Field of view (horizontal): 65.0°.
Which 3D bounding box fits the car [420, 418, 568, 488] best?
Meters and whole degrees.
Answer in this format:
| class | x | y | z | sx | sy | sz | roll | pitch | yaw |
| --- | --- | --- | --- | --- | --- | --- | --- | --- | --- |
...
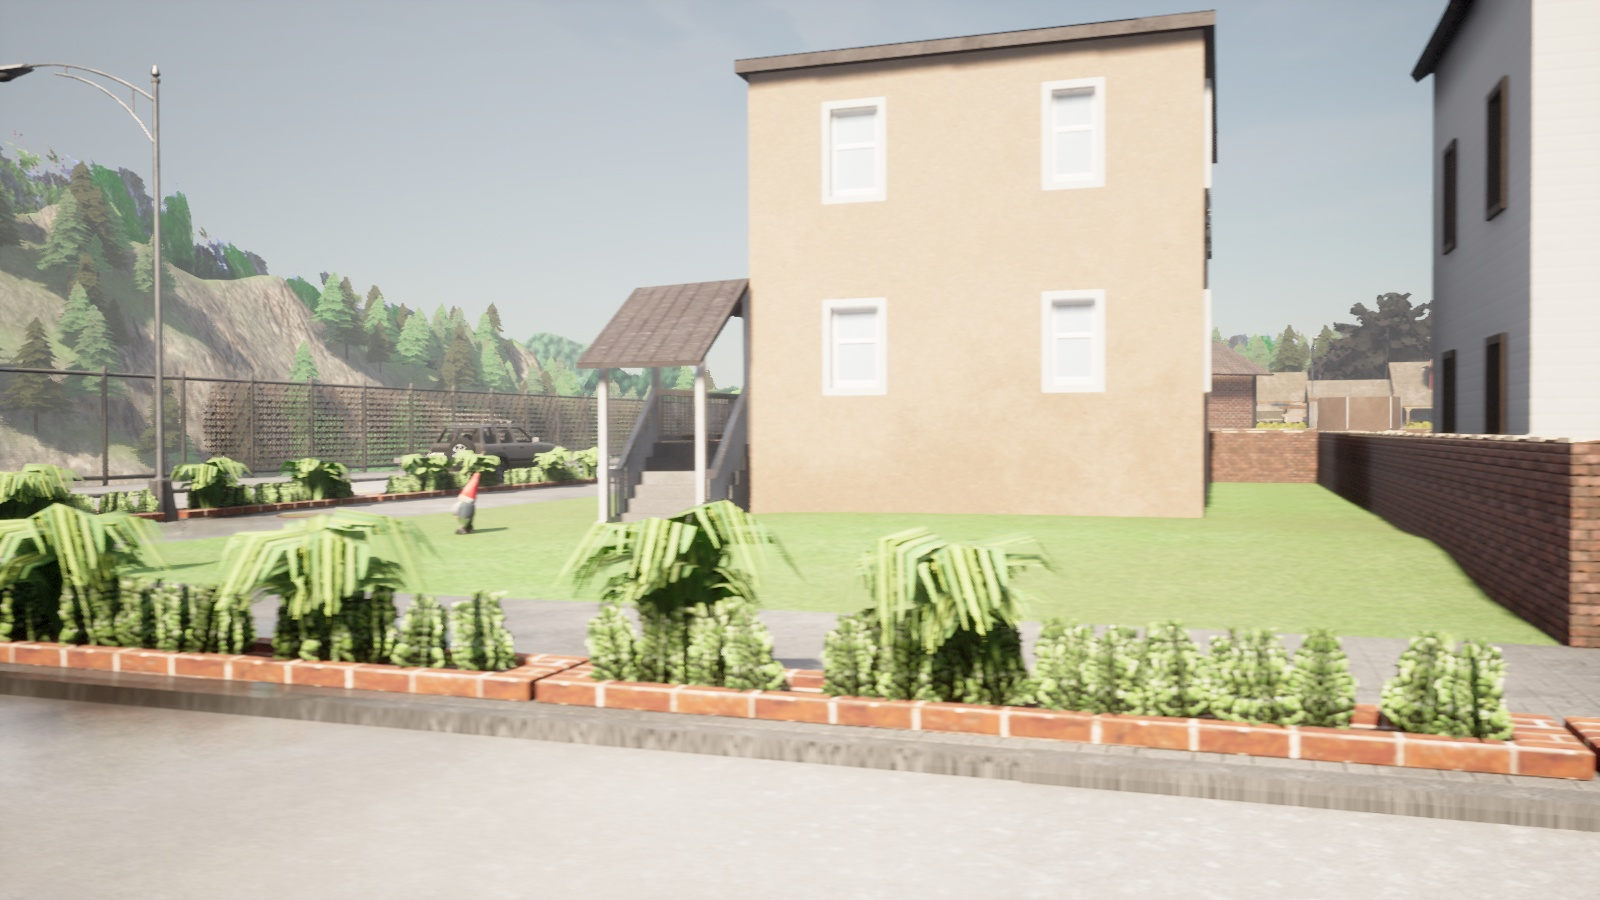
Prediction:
| class | x | y | z | sx | sy | sz | roll | pitch | yaw |
| --- | --- | --- | --- | --- | --- | --- | --- | --- | --- |
| car | -8.568 | 0.041 | 35.609 | 1.932 | 1.855 | 4.605 | 1 | 1 | 19 |
